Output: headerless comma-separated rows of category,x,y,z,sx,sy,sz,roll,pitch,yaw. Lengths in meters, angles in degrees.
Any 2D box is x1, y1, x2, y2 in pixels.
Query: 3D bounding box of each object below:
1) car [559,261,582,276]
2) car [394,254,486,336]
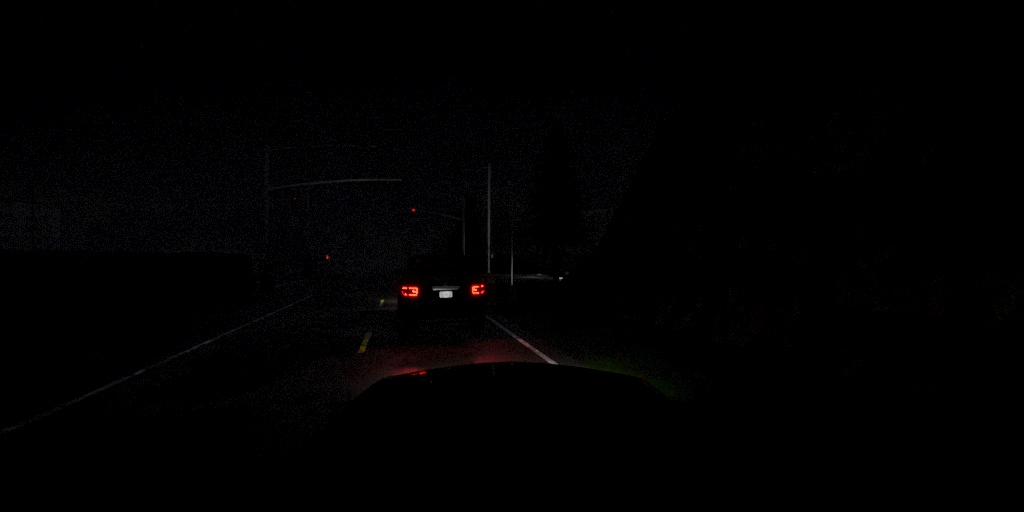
car,6.499,1.228,35.347,5.008,1.535,1.882,0,0,-19
car,-2.278,0.971,10.763,2.150,2.045,5.566,0,0,-17
